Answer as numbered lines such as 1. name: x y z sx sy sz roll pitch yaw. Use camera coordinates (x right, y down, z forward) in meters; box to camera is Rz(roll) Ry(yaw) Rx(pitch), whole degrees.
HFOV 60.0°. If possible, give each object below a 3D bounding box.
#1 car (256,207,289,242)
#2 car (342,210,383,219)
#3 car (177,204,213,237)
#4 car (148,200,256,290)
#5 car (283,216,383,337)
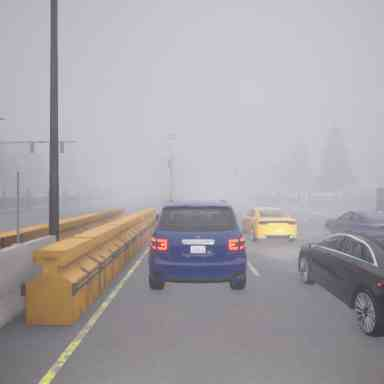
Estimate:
1. car: 3.646 1.478 16.454 1.882 1.535 5.008 0 0 0
2. car: 7.140 1.477 13.661 1.882 1.535 5.008 0 0 0
3. car: 0.154 1.505 19.070 1.837 1.490 4.892 0 0 0
4. car: 0.127 1.222 9.221 2.150 2.045 5.566 0 0 0
5. car: 3.615 1.492 6.612 2.128 1.511 4.902 0 0 0
